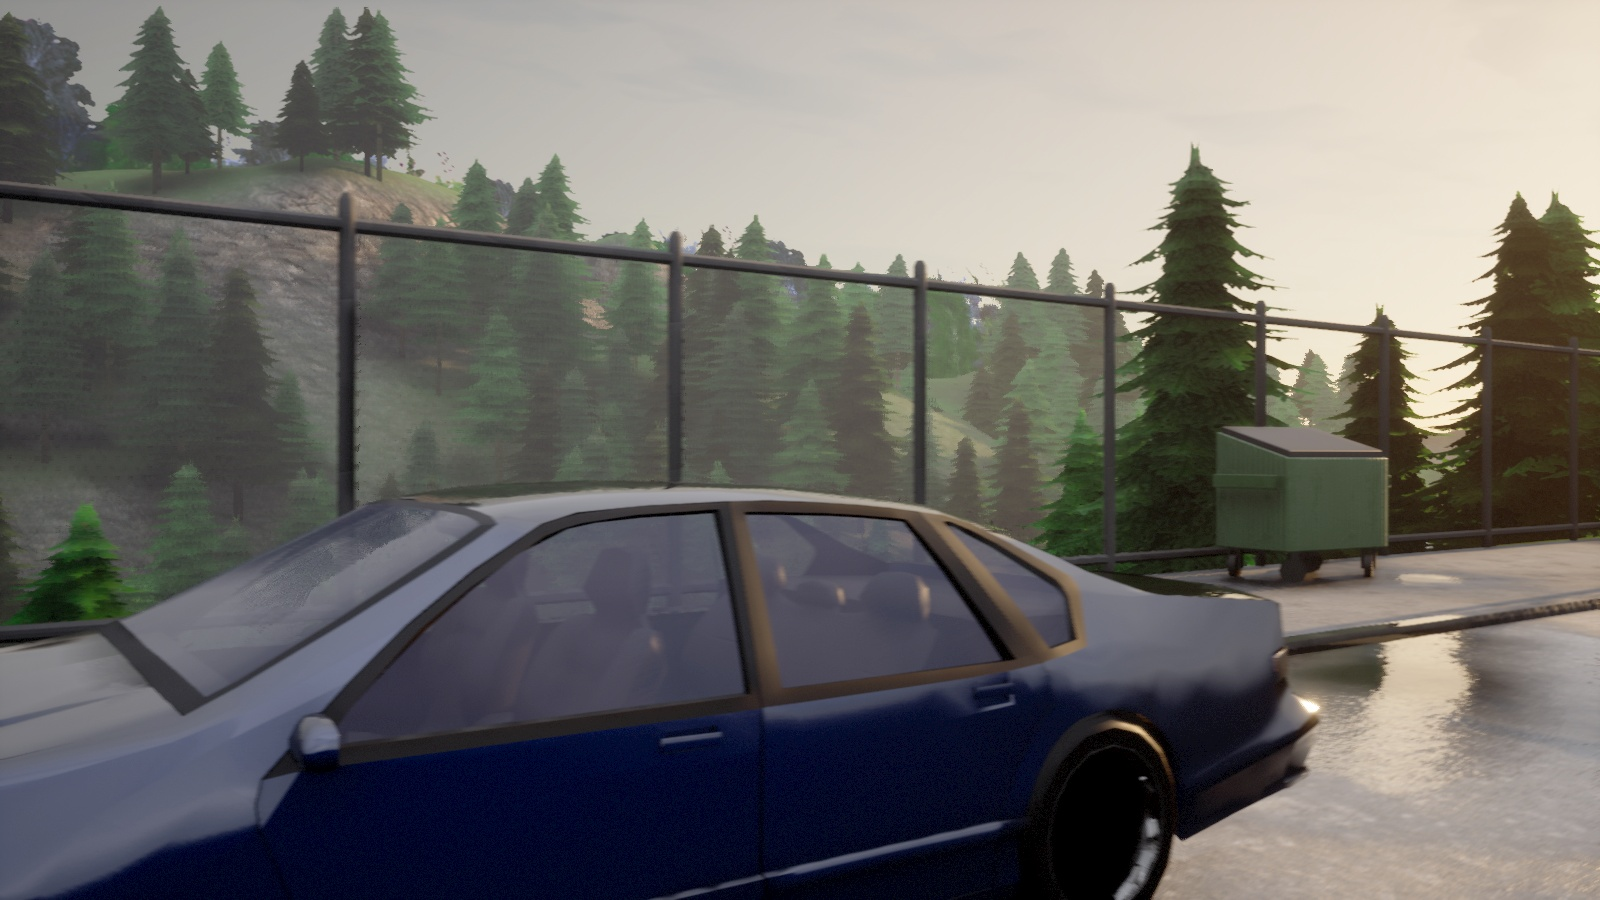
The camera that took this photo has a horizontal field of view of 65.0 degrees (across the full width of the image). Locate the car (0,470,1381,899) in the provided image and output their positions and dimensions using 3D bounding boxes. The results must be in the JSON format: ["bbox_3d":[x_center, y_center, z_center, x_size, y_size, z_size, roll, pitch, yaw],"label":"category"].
[{"bbox_3d":[-0.717,0.803,3.768,5.357,1.411,2.033,0,0,-35],"label":"car"}]
